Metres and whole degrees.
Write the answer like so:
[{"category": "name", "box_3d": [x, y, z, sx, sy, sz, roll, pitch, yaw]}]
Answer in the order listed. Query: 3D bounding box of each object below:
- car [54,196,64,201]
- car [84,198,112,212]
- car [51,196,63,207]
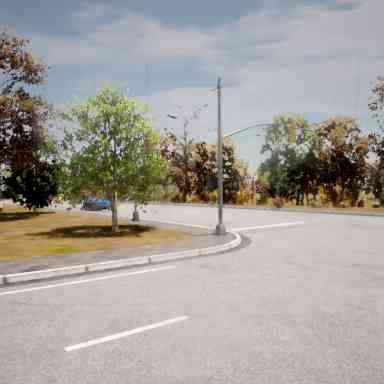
[{"category": "car", "box_3d": [-35.470, 1.717, 88.618, 1.895, 1.301, 4.718, -1, 0, -28]}, {"category": "car", "box_3d": [-10.614, 1.376, 37.608, 1.882, 1.535, 5.008, -1, 0, -39]}, {"category": "car", "box_3d": [-21.300, 1.383, 51.009, 1.882, 1.535, 5.008, -1, 0, -39]}]
